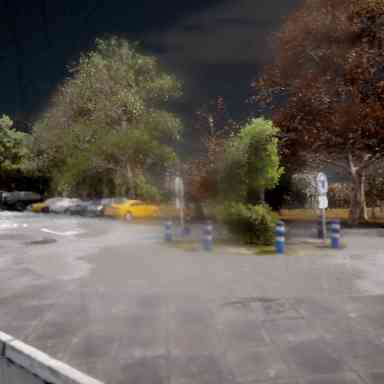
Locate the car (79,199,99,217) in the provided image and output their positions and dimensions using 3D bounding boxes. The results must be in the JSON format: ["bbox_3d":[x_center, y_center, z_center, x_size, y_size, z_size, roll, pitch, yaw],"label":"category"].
[{"bbox_3d":[-7.030,1.271,29.038,2.185,1.767,4.553,1,1,36],"label":"car"}]

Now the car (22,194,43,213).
[{"bbox_3d":[-13.784,1.270,33.671,1.946,1.575,5.366,1,1,36],"label":"car"}]

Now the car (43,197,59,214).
[{"bbox_3d":[-11.435,1.355,32.193,2.002,1.452,4.674,1,1,36],"label":"car"}]

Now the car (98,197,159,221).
[{"bbox_3d":[-4.811,1.439,27.382,2.097,1.535,5.008,1,1,36],"label":"car"}]

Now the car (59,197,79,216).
[{"bbox_3d":[-9.209,1.387,30.544,2.163,1.488,4.792,1,1,36],"label":"car"}]

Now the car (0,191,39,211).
[{"bbox_3d":[-18.137,0.938,37.096,2.435,2.045,5.566,1,1,36],"label":"car"}]
